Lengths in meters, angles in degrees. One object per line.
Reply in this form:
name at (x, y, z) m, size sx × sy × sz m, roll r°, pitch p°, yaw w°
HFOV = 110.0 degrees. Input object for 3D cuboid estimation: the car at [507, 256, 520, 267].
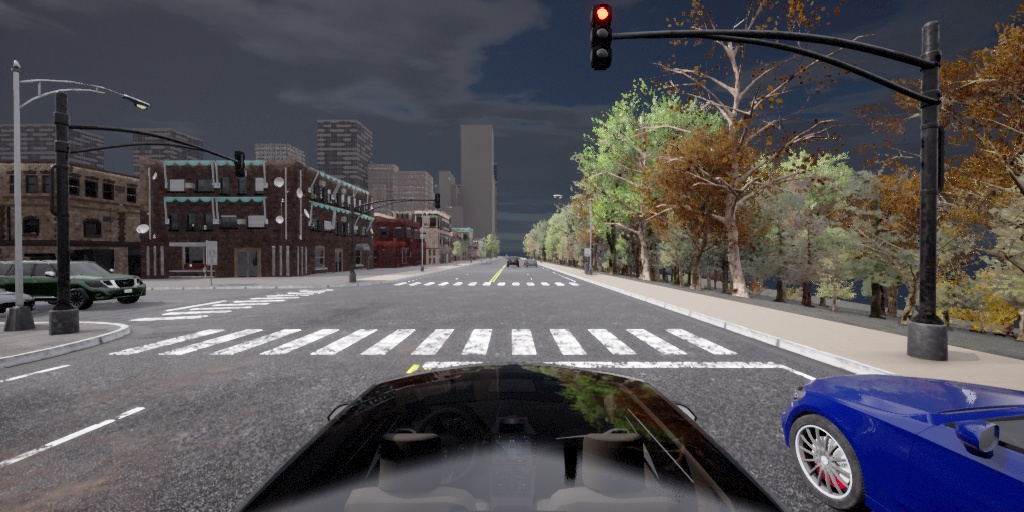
car at (0.219, 0.948, 63.715) m, size 2.150 × 2.045 × 5.566 m, roll 0°, pitch 0°, yaw 1°

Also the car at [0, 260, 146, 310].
car at (-19.311, 1.186, 15.475) m, size 5.566 × 2.045 × 2.150 m, roll -1°, pitch 1°, yaw 0°

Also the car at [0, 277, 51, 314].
car at (-19.926, 1.565, 12.773) m, size 4.313 × 1.339 × 1.948 m, roll 0°, pitch 0°, yaw 0°

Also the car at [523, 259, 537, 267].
car at (3.472, 1.218, 63.875) m, size 2.128 × 1.511 × 4.902 m, roll 0°, pitch 0°, yaw 0°

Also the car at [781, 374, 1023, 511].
car at (3.346, 1.276, 1.331) m, size 1.812 × 1.442 × 4.674 m, roll 0°, pitch 0°, yaw 2°
